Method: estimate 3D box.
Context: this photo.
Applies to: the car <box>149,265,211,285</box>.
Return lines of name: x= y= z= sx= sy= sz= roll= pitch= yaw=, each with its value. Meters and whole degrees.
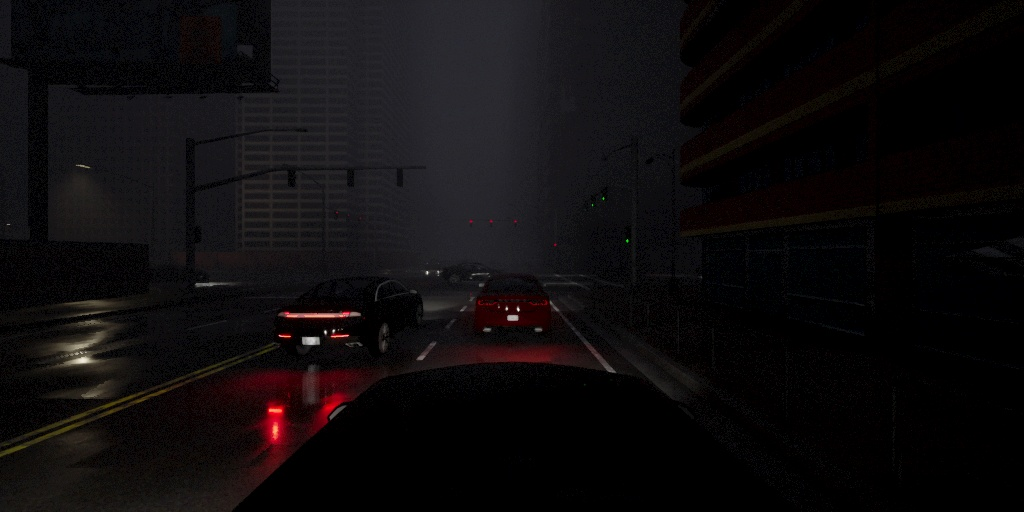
car: x=-24.499 y=1.313 z=25.975 sx=4.181 sy=1.385 sz=1.994 roll=0 pitch=0 yaw=0

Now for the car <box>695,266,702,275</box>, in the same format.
car: x=21.460 y=1.228 z=36.714 sx=5.008 sy=1.535 sz=1.882 roll=0 pitch=0 yaw=0

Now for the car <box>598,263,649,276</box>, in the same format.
car: x=11.333 y=1.351 z=36.766 sx=4.718 sy=1.301 sz=1.895 roll=0 pitch=0 yaw=2

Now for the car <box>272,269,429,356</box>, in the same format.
car: x=-3.475 y=1.242 z=8.573 sx=2.128 sy=1.511 sz=4.902 roll=0 pitch=0 yaw=-1

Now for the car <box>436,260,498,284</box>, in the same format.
car: x=-2.662 y=1.241 z=26.016 sx=4.902 sy=1.511 sz=2.128 roll=0 pitch=0 yaw=0

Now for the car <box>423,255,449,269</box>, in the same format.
car: x=-10.952 y=1.102 z=51.728 sx=2.097 sy=1.767 sz=4.553 roll=0 pitch=0 yaw=0

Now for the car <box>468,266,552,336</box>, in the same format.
car: x=0.014 y=1.228 z=10.461 sx=1.882 sy=1.535 sz=5.008 roll=0 pitch=0 yaw=0
